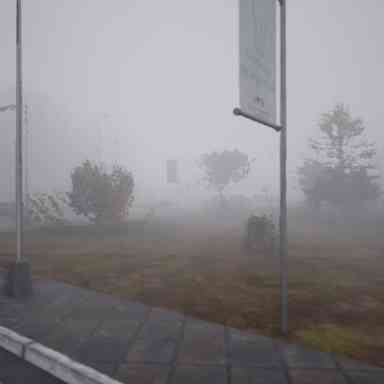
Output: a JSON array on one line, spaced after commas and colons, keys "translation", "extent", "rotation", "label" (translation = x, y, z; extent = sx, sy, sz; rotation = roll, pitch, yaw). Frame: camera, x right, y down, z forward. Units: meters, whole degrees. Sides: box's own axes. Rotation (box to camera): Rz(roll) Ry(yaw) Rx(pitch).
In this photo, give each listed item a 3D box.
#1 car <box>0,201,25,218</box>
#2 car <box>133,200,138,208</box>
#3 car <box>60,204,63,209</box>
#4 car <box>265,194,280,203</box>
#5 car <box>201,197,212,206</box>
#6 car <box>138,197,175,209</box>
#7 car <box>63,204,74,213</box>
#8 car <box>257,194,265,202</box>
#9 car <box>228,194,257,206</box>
[{"translation": [-16.870, 1.581, 28.863], "extent": [1.837, 1.490, 4.892], "rotation": [0, 0, 39], "label": "car"}, {"translation": [-6.681, 1.477, 47.147], "extent": [1.882, 1.535, 5.008], "rotation": [0, 0, 39], "label": "car"}, {"translation": [-13.264, 1.674, 38.950], "extent": [1.895, 1.301, 4.718], "rotation": [0, 0, 39], "label": "car"}, {"translation": [15.117, 1.083, 58.624], "extent": [2.128, 1.511, 4.902], "rotation": [0, 1, 31], "label": "car"}, {"translation": [3.311, 1.369, 48.141], "extent": [1.882, 1.535, 5.008], "rotation": [0, 1, 38], "label": "car"}, {"translation": [-4.476, 1.601, 44.305], "extent": [1.895, 1.301, 4.718], "rotation": [0, 0, 39], "label": "car"}, {"translation": [-10.928, 1.558, 36.271], "extent": [2.128, 1.511, 4.902], "rotation": [0, 0, 39], "label": "car"}, {"translation": [12.399, 1.082, 60.868], "extent": [2.128, 1.511, 4.902], "rotation": [0, 1, 31], "label": "car"}, {"translation": [6.877, 1.215, 47.024], "extent": [2.097, 1.767, 4.553], "rotation": [0, 1, 38], "label": "car"}]
